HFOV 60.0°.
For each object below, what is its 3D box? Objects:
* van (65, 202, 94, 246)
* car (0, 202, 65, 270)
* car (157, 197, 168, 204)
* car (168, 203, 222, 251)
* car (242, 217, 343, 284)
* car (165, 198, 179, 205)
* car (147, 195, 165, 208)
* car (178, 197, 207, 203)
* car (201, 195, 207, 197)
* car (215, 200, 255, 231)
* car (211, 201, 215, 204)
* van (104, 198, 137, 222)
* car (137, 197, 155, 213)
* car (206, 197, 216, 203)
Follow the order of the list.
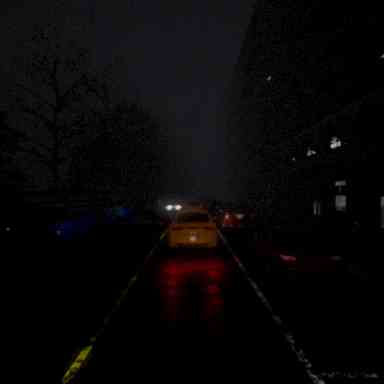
[{"bbox_3d":[-5.690,1.346,14.906,1.690,1.788,3.998,0,0,0],"label":"van"},{"bbox_3d":[-5.691,1.318,9.275,2.192,1.841,5.009,0,0,0],"label":"car"},{"bbox_3d":[-5.693,1.626,65.578,1.802,1.307,4.206,0,0,0],"label":"car"},{"bbox_3d":[0.050,1.482,14.174,1.882,1.535,5.008,0,0,0],"label":"car"},{"bbox_3d":[2.690,1.585,9.275,1.802,1.307,4.206,0,0,0],"label":"car"},{"bbox_3d":[-3.061,1.633,57.431,1.895,1.301,4.718,0,0,1],"label":"car"},{"bbox_3d":[-5.692,1.338,48.688,2.192,1.841,5.009,0,0,0],"label":"car"},{"bbox_3d":[0.052,1.488,29.128,1.882,1.535,5.008,0,0,0],"label":"car"},{"bbox_3d":[2.688,1.463,48.688,1.967,1.590,4.097,0,0,0],"label":"car"},{"bbox_3d":[2.689,1.447,20.537,1.967,1.590,4.097,0,0,0],"label":"car"},{"bbox_3d":[2.689,1.591,26.168,1.802,1.307,4.206,0,0,0],"label":"car"},{"bbox_3d":[-5.691,1.350,26.167,1.690,1.788,3.998,0,0,0],"label":"van"},{"bbox_3d":[-5.692,1.580,37.428,1.947,1.339,4.313,0,0,0],"label":"car"},{"bbox_3d":[2.689,1.580,37.429,1.947,1.339,4.313,0,0,0],"label":"car"}]
